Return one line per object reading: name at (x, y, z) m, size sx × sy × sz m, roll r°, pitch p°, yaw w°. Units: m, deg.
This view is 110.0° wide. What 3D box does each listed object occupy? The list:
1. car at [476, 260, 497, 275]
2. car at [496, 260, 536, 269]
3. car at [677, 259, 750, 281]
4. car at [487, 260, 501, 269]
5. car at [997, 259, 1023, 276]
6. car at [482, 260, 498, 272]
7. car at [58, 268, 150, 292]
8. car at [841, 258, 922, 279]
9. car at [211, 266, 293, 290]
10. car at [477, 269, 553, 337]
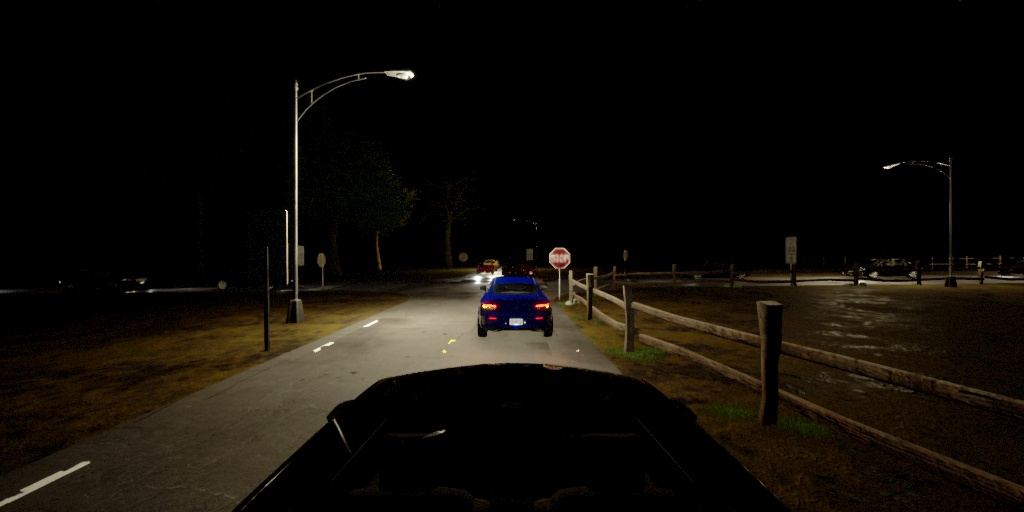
car at (-2.899, 1.380, 39.719) m, size 1.895 × 1.301 × 4.718 m, roll 0°, pitch 0°, yaw -2°
car at (0.589, 1.293, 32.711) m, size 1.812 × 1.442 × 4.674 m, roll -1°, pitch 0°, yaw -26°
car at (15.074, 1.033, 26.987) m, size 5.008 × 1.535 × 1.882 m, roll -1°, pitch 1°, yaw 0°
car at (-2.933, 1.385, 58.904) m, size 2.033 × 1.411 × 5.357 m, roll 0°, pitch 0°, yaw 1°
car at (39.425, 0.831, 26.885) m, size 4.181 × 1.385 × 1.994 m, roll -1°, pitch 1°, yaw 0°
car at (-2.954, 1.279, 49.075) m, size 1.882 × 1.535 × 5.008 m, roll 0°, pitch 0°, yaw 0°
car at (-27.381, 1.561, 24.170) m, size 4.902 × 1.511 × 2.128 m, roll -1°, pitch 1°, yaw 0°
car at (27.695, 0.912, 26.937) m, size 4.892 × 1.490 × 1.837 m, roll -1°, pitch 1°, yaw 0°
car at (-17.334, 1.435, 24.166) m, size 5.008 × 1.535 × 1.882 m, roll -1°, pitch 1°, yaw 0°
car at (0.053, 1.277, 10.158) m, size 1.812 × 1.442 × 4.674 m, roll 0°, pitch 0°, yaw -1°
